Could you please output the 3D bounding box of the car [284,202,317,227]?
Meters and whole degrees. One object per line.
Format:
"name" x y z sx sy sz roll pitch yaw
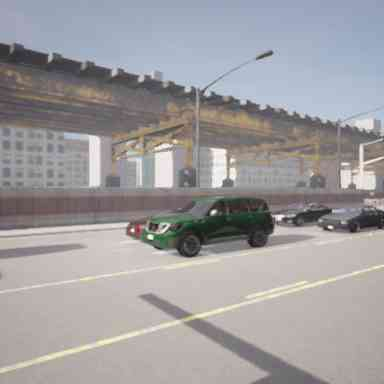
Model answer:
"car" 7.406 1.425 22.057 4.902 1.511 2.128 0 0 -36

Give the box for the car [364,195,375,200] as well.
"car" 29.979 1.088 58.761 4.536 1.218 1.853 0 0 -7

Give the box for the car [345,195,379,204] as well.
"car" 30.031 1.246 58.768 4.974 1.542 2.038 0 0 -7

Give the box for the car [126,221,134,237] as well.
"car" -1.032 1.534 16.067 4.181 1.385 1.994 0 0 -35

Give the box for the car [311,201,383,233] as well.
"car" 9.543 1.481 19.283 5.357 1.411 2.033 0 0 -36

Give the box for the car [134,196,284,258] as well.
"car" 0.823 1.193 13.097 5.566 2.045 2.150 0 0 -35
